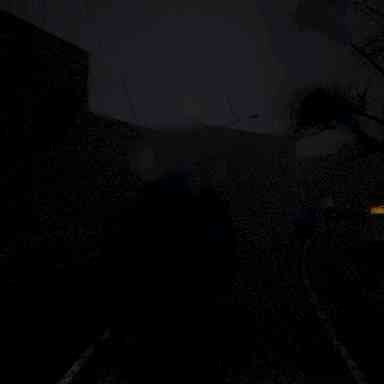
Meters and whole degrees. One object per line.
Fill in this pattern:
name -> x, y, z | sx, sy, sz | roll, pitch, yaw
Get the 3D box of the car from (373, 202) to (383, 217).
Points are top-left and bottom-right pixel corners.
car -> 19.565, 1.691, 32.535 | 5.008, 1.535, 1.882 | 1, 1, -33

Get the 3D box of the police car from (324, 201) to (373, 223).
police car -> 12.412, 1.530, 26.718 | 1.930, 1.638, 5.238 | 2, 1, 44
